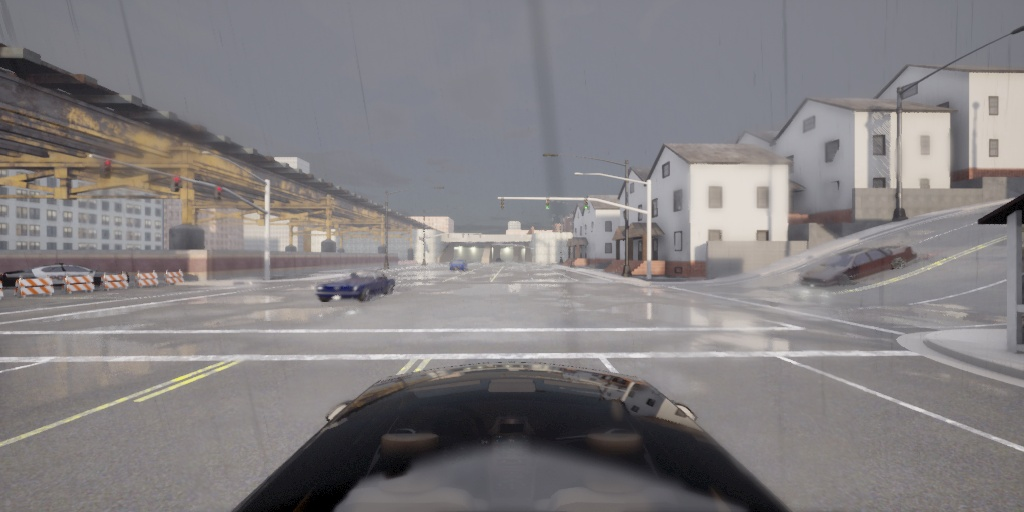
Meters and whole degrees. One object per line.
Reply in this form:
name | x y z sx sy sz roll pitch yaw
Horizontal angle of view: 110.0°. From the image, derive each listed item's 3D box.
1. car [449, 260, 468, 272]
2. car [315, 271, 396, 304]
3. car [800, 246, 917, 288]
car | -6.986 1.274 47.065 1.882 1.535 5.008 0 1 0
car | -6.996 1.364 16.534 1.895 1.301 4.718 0 0 0
car | 18.833 0.459 19.641 5.357 1.411 2.033 -17 0 -1
